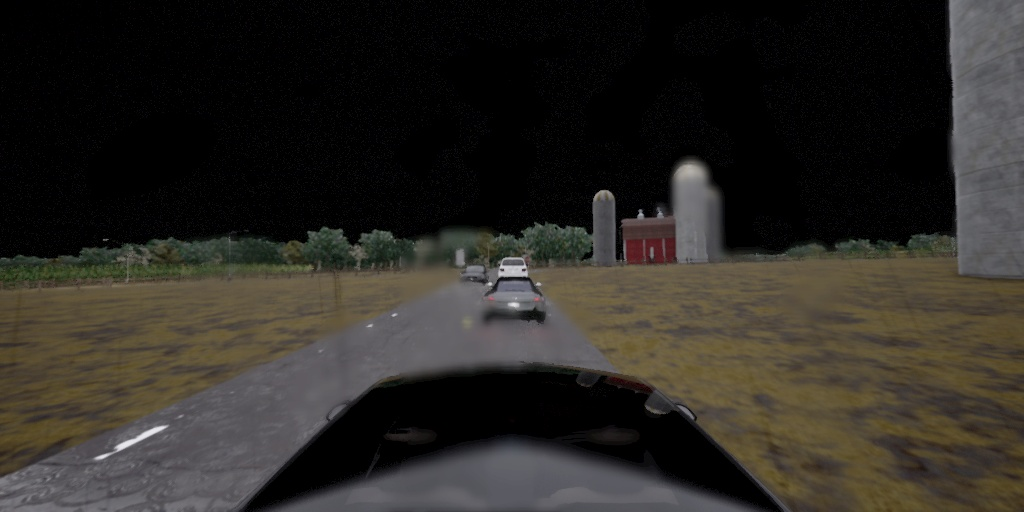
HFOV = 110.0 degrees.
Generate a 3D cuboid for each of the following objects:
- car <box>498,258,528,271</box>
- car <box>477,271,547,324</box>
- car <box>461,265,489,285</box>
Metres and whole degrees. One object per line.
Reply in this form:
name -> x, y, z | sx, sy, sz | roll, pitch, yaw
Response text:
car -> 0.089, 1.171, 28.169 | 2.150, 2.045, 5.566 | 0, 0, 0
car -> 0.084, 1.389, 12.279 | 1.994, 1.385, 4.181 | 0, 0, 0
car -> -2.845, 1.453, 28.230 | 1.837, 1.490, 4.892 | 0, 0, 0
